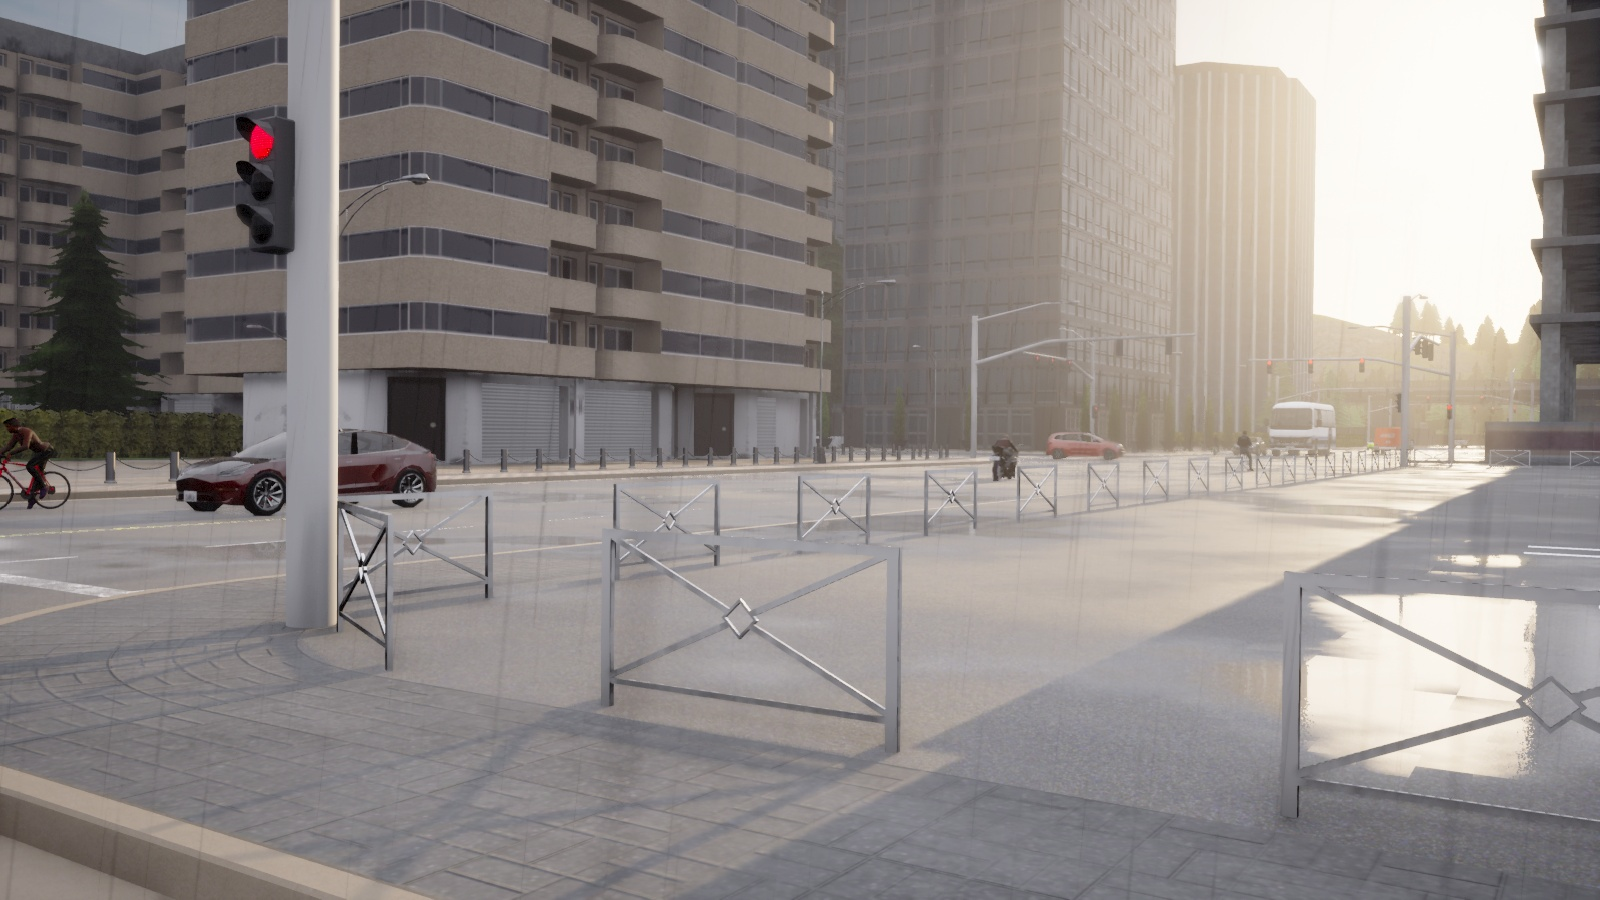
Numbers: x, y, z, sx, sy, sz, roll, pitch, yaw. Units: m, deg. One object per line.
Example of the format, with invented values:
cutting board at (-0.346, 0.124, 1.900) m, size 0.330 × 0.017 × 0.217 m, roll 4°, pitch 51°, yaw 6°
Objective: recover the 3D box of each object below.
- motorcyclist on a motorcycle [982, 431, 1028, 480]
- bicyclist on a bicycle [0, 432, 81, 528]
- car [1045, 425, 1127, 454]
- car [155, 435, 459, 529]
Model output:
motorcyclist on a motorcycle at (6.620, 0.154, 40.440) m, size 0.866 × 1.530 × 2.191 m, roll 1°, pitch 1°, yaw 26°
bicyclist on a bicycle at (-13.599, 0.507, 21.982) m, size 0.582 × 1.620 × 1.656 m, roll 0°, pitch 1°, yaw 33°
car at (17.005, -0.628, 74.608) m, size 4.611 × 1.667 × 2.242 m, roll 0°, pitch 1°, yaw 18°
car at (-8.837, 0.498, 22.939) m, size 2.163 × 1.488 × 4.792 m, roll 0°, pitch 1°, yaw 33°
